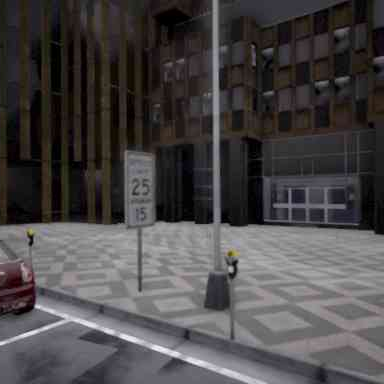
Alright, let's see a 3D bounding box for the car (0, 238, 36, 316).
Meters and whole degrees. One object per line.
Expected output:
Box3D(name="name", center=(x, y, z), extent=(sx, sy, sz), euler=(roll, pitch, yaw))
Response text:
Box3D(name="car", center=(-4.900, 1.512, 6.462), extent=(4.097, 1.590, 1.967), euler=(-1, 0, 36))
